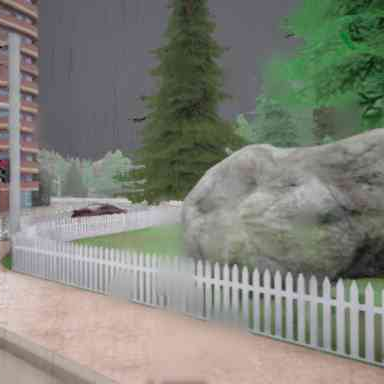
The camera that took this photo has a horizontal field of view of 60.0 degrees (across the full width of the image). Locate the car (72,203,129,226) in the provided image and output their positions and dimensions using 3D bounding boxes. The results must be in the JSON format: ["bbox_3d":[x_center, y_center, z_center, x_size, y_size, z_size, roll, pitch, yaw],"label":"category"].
[{"bbox_3d":[-6.473,1.556,24.185,1.882,1.535,5.008,0,0,23],"label":"car"}]
